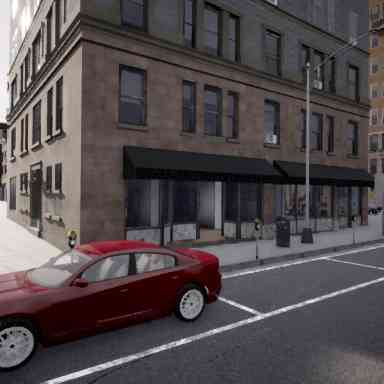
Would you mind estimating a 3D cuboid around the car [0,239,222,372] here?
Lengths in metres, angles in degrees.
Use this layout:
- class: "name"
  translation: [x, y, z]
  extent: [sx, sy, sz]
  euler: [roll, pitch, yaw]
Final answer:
- class: "car"
  translation: [-1.536, 1.545, 5.658]
  extent: [4.507, 1.381, 1.887]
  euler: [0, 1, -35]

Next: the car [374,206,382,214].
- class: "car"
  translation: [16.262, 1.411, 33.347]
  extent: [2.033, 1.411, 5.357]
  euler: [1, 0, -35]

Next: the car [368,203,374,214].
- class: "car"
  translation: [13.883, 1.436, 31.077]
  extent: [1.895, 1.301, 4.718]
  euler: [1, 0, -35]
